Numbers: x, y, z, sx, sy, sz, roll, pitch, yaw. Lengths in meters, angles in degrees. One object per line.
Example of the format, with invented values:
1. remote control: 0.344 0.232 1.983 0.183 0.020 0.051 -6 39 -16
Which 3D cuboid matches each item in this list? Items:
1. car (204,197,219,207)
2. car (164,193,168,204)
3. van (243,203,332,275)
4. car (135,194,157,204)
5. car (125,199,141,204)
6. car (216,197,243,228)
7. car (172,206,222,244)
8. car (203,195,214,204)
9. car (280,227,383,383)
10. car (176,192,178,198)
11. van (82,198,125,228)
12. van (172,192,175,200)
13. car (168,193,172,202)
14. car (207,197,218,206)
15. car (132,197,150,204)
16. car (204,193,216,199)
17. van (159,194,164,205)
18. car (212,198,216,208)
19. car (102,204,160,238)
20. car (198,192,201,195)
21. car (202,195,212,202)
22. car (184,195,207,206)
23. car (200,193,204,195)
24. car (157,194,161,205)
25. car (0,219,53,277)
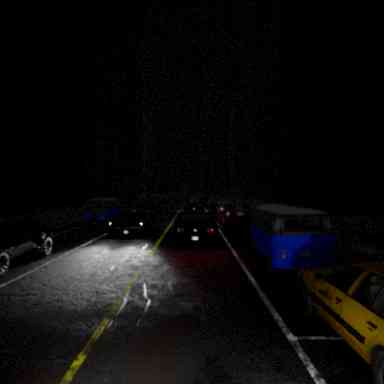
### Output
1. car: 2.906 1.396 49.491 1.947 1.339 4.313 0 0 0
2. car: -5.603 1.247 55.144 1.967 1.590 4.097 0 0 0
3. van: 2.786 1.307 10.036 1.690 1.788 3.998 0 0 0
4. car: -5.654 1.180 38.233 2.192 1.841 5.009 0 0 0
5. car: -5.687 1.469 26.961 1.947 1.339 4.313 0 0 0
6. car: 2.820 1.367 21.310 1.967 1.590 4.097 0 0 0
7. car: 0.143 1.546 15.491 1.895 1.301 4.718 0 0 0
8. car: 2.940 1.337 60.764 1.887 1.381 4.507 0 0 0
9. car: 2.770 1.510 4.571 1.752 1.417 4.829 0 0 0
10. car: -5.501 1.246 88.963 2.008 1.369 4.403 0 0 0
11. van: -5.705 1.264 21.323 1.690 1.788 3.998 0 0 0
12. van: -5.535 1.072 77.690 1.690 1.788 3.998 0 0 0
13. car: -5.569 1.209 66.417 1.967 1.590 4.097 0 0 0
14. car: 2.855 1.439 32.583 2.008 1.369 4.403 0 0 0
15. car: -5.670 1.450 32.597 1.947 1.339 4.313 0 0 0
16. car: 2.888 1.290 43.854 1.967 1.590 4.097 0 0 0
17. van: -5.620 1.167 49.507 1.690 1.788 3.998 0 0 0
18. car: 2.838 1.432 27.116 1.752 1.417 4.829 0 0 0
19. car: -3.043 1.538 17.493 1.895 1.301 4.718 0 0 0
20. car: 2.990 1.175 77.672 1.967 1.590 4.097 0 0 0
21. car: 2.957 1.339 66.400 1.947 1.339 4.313 0 0 0
22. car: 0.195 1.364 32.733 1.882 1.535 5.008 0 0 0
23. car: 2.922 1.126 55.127 2.192 1.841 5.009 0 0 0
24. car: -5.636 1.390 43.871 1.887 1.381 4.507 0 0 0
25. car: -5.738 1.527 10.051 1.947 1.339 4.313 0 0 0
